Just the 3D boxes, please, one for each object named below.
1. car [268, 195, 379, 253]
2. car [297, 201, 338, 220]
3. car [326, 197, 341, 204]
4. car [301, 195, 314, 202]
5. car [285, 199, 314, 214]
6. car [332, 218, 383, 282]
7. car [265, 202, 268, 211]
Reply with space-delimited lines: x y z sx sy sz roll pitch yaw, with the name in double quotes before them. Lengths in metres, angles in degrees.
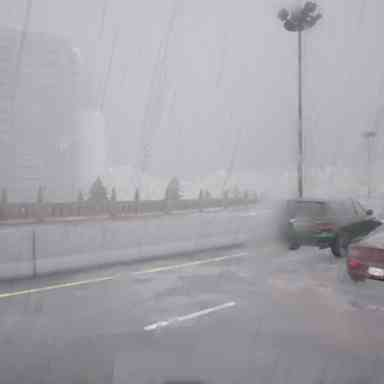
"car" 5.618 1.247 13.233 5.566 2.045 2.150 0 0 -43
"car" 11.590 1.608 30.501 2.033 1.411 5.357 0 0 37
"car" 28.777 1.676 67.803 1.994 1.385 4.181 0 0 12
"car" 26.689 1.428 76.880 1.882 1.535 5.008 0 0 9
"car" 12.271 1.557 37.600 1.882 1.535 5.008 0 0 33
"car" 5.701 1.538 8.648 4.674 1.442 1.812 0 0 -41
"car" 10.620 1.587 41.516 2.128 1.511 4.902 0 0 31
